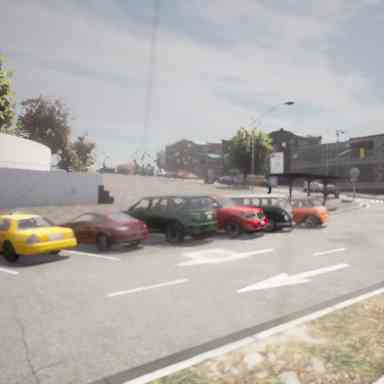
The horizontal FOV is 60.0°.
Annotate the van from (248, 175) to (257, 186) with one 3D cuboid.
[{"bbox_3d":[12.069,-2.007,61.374,1.878,1.987,4.442,7,4,35],"label":"van"}]

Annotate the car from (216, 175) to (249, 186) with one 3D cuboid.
[{"bbox_3d":[6.485,-1.654,53.958,1.812,1.442,4.674,1,5,-36],"label":"car"}]

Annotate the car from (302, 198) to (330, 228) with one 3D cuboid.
[{"bbox_3d":[5.994,1.206,20.662,4.553,1.767,2.185,-1,0,35],"label":"car"}]

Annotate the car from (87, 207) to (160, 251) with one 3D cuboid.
[{"bbox_3d":[-3.871,1.489,13.750,4.674,1.452,2.002,-1,0,35],"label":"car"}]

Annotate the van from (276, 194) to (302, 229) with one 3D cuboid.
[{"bbox_3d":[3.590,1.133,18.903,4.442,1.987,1.878,-1,-1,35],"label":"van"}]

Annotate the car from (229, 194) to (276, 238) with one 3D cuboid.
[{"bbox_3d":[1.056,1.138,17.226,5.566,2.045,2.435,-1,-1,35],"label":"car"}]

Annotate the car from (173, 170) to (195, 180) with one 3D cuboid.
[{"bbox_3d":[-1.846,-4.209,81.072,2.435,2.045,5.566,7,4,34],"label":"car"}]

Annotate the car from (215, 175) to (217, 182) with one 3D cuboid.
[{"bbox_3d":[6.906,-2.559,68.878,2.002,1.452,4.674,7,4,35],"label":"car"}]

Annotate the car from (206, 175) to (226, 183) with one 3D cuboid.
[{"bbox_3d":[5.153,-2.831,71.333,2.002,1.452,4.674,6,4,34],"label":"car"}]

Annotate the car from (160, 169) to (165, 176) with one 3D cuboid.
[{"bbox_3d":[-5.389,-4.593,85.995,2.185,1.767,4.553,4,1,33],"label":"car"}]

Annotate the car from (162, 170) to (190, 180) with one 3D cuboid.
[{"bbox_3d":[-3.358,-3.252,67.737,2.033,1.411,5.357,1,4,-36],"label":"car"}]

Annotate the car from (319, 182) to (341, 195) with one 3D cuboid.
[{"bbox_3d":[20.783,-0.385,49.191,2.002,1.452,4.674,6,4,35],"label":"car"}]

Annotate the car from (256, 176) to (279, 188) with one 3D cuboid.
[{"bbox_3d":[13.841,-1.511,59.021,2.231,1.521,4.892,6,4,35],"label":"car"}]

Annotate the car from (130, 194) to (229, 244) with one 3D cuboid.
[{"bbox_3d":[-1.452,1.169,15.513,5.566,2.045,2.435,-1,0,35],"label":"car"}]

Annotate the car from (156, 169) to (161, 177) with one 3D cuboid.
[{"bbox_3d":[-7.170,-4.868,88.335,2.435,2.045,5.566,1,-1,34],"label":"car"}]

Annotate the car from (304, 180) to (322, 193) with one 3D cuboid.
[{"bbox_3d":[19.080,-0.947,51.655,2.435,2.045,5.566,6,4,35],"label":"car"}]

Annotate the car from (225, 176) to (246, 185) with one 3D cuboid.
[{"bbox_3d":[8.747,-2.330,66.565,1.946,1.575,5.366,6,4,35],"label":"car"}]

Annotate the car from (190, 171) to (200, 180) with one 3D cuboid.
[{"bbox_3d":[0.017,-3.689,78.822,1.946,1.575,5.366,6,4,34],"label":"car"}]

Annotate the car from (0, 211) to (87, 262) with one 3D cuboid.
[{"bbox_3d":[-6.472,1.479,12.114,5.366,1.575,1.946,-1,0,34],"label":"car"}]

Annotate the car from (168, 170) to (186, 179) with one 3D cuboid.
[{"bbox_3d":[-3.649,-4.359,83.532,2.185,1.767,4.553,6,3,33],"label":"car"}]

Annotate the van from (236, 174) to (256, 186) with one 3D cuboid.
[{"bbox_3d":[10.330,-2.280,63.839,1.878,1.987,4.442,7,4,35],"label":"van"}]
